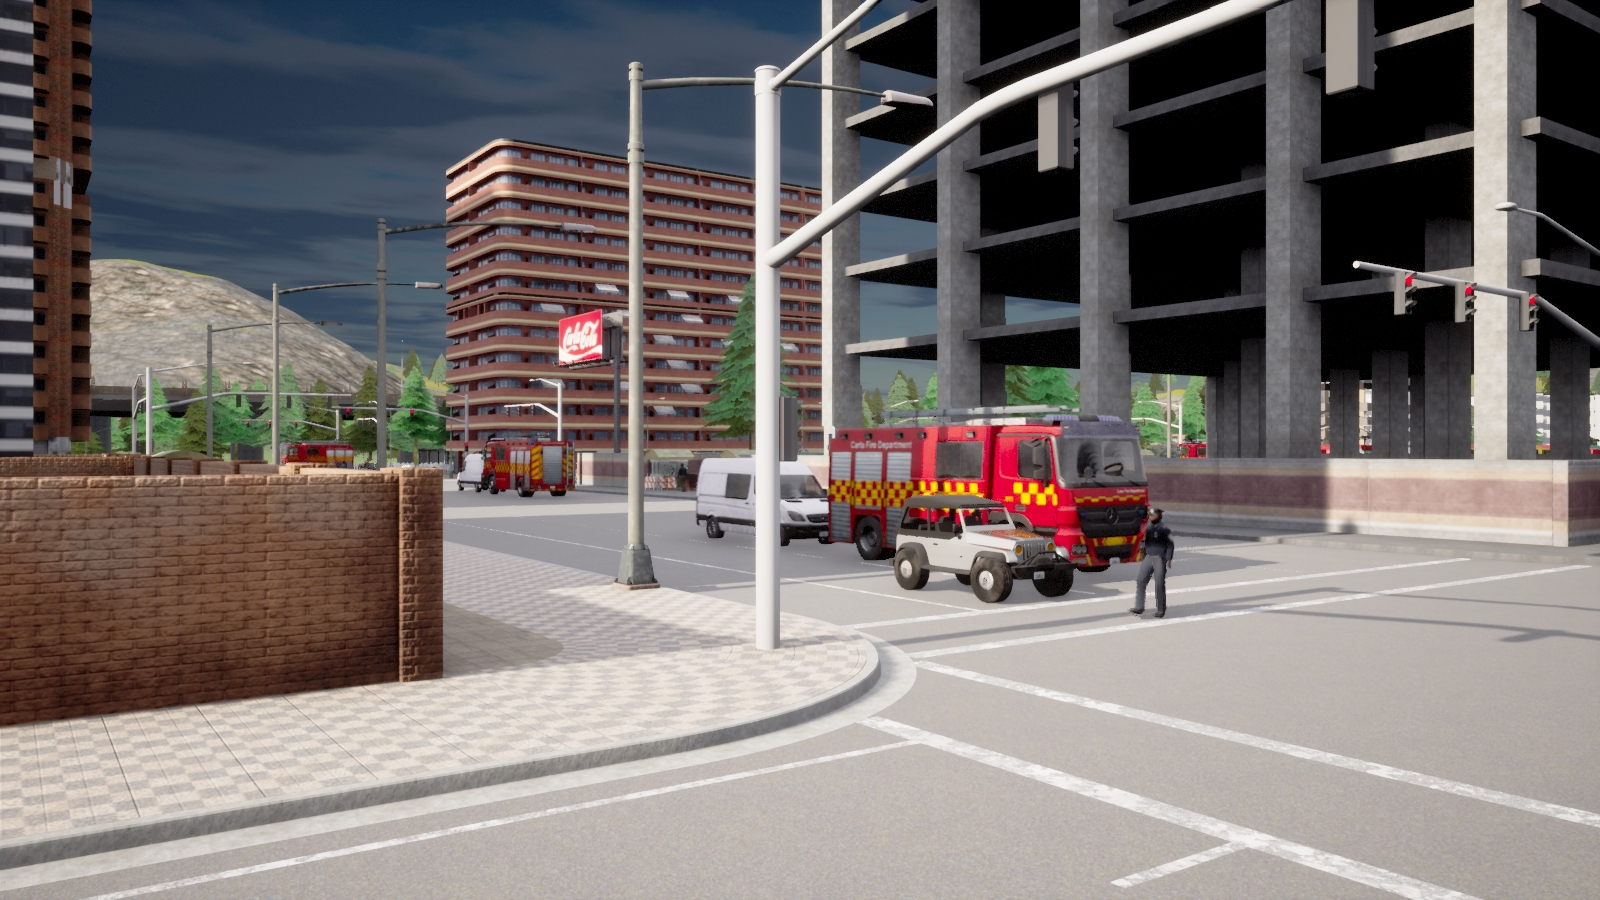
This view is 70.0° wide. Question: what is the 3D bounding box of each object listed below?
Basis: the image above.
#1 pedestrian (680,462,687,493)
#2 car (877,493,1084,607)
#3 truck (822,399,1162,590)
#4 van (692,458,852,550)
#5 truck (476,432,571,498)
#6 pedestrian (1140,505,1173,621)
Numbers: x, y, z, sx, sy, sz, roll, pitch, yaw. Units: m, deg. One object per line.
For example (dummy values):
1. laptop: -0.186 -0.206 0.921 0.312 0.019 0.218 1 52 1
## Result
1. pedestrian: -7.142 1.694 69.959 0.375 1.860 0.375 0 0 -16
2. car: 3.447 1.856 22.431 1.905 1.878 3.866 0 0 -33
3. truck: 4.166 0.889 27.170 2.891 3.827 8.468 0 0 -35
4. van: -0.983 1.534 35.060 1.988 2.561 5.915 0 0 -34
5. truck: -17.186 0.889 70.593 2.891 3.827 8.468 0 0 -34
6. pedestrian: 5.893 1.848 18.864 0.375 1.860 0.375 0 0 -40
